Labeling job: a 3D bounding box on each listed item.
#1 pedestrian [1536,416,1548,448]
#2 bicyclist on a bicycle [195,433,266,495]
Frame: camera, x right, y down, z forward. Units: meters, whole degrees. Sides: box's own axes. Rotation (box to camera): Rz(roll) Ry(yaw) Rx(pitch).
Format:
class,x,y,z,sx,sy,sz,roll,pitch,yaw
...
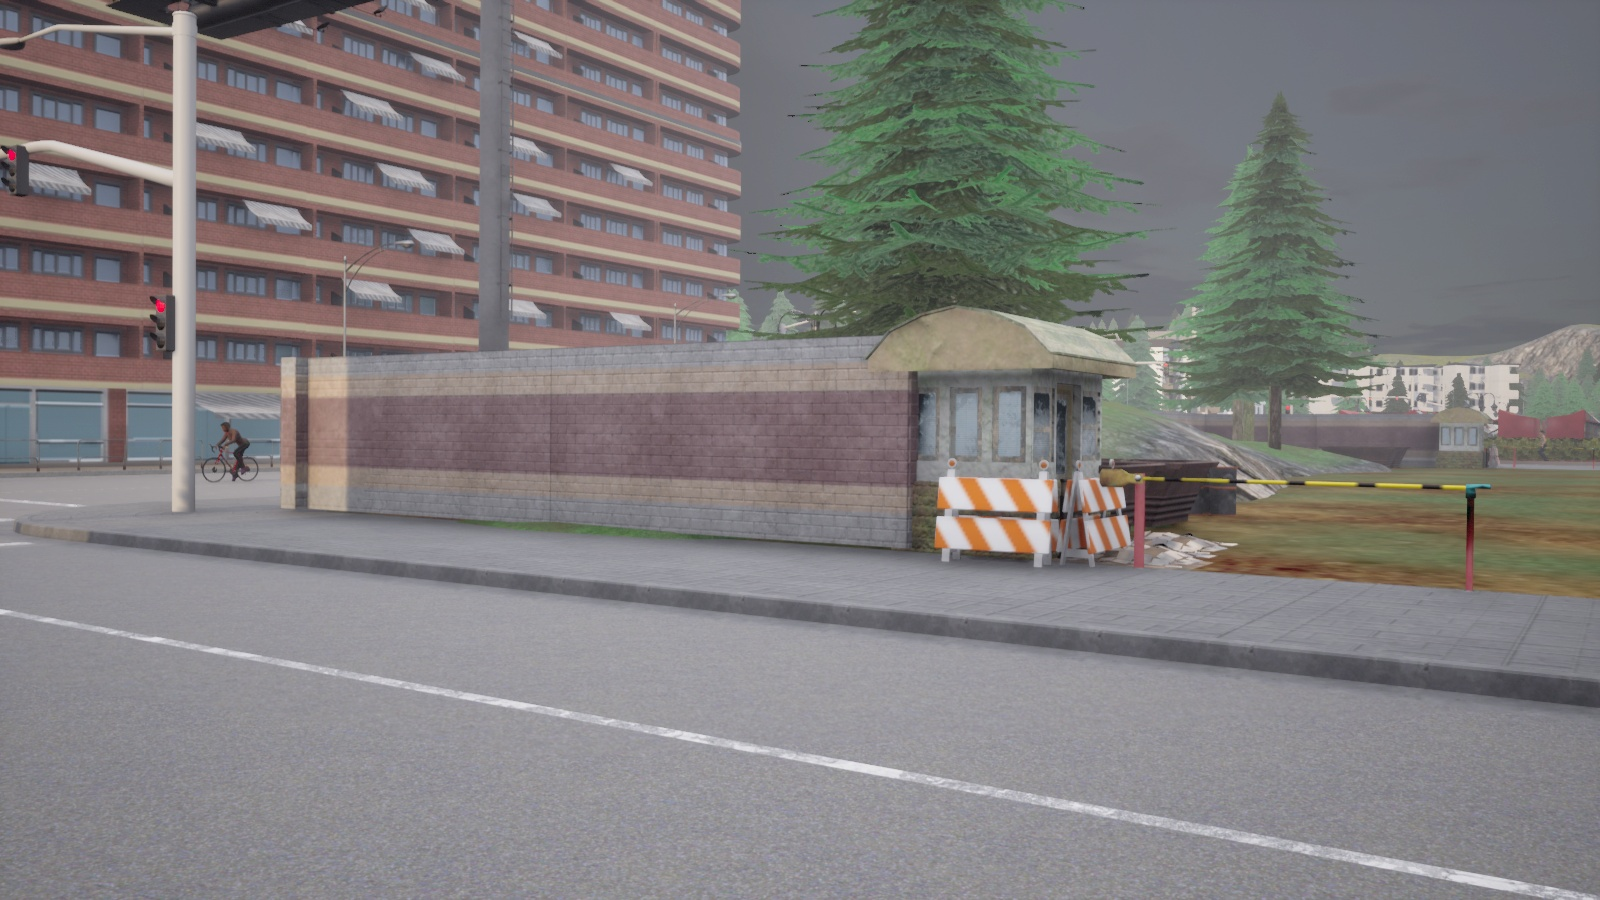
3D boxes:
class,x,y,z,sx,sy,sz,roll,pitch,yaw
pedestrian,42.350,-1.033,71.686,0.594,1.836,0.345,0,1,35
bicyclist on a bicycle,-15.360,0.353,33.905,0.582,1.620,1.656,0,1,33
